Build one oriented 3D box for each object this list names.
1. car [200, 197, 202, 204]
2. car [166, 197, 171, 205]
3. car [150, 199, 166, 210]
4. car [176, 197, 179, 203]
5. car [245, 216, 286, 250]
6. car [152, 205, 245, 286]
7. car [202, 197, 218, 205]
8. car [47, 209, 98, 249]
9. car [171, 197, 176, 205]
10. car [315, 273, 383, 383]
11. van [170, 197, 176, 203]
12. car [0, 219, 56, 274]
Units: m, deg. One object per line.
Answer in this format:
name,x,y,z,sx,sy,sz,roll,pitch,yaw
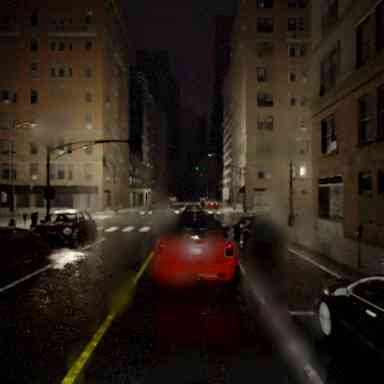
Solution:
car,3.017,2.100,62.733,2.008,1.369,4.403,0,-1,0
car,-5.508,2.100,62.760,2.008,1.369,4.403,0,-1,0
car,-5.546,2.026,51.944,1.802,1.307,4.206,0,-1,0
car,-5.414,2.162,89.804,2.192,1.841,5.009,0,-1,0
car,2.881,1.684,14.827,1.947,1.339,4.313,0,0,0
car,0.099,1.429,9.830,2.097,1.767,4.553,0,-1,0
car,2.978,1.885,51.917,1.967,1.590,4.097,0,-1,0
car,-5.645,1.558,14.843,1.967,1.590,4.097,0,0,0
car,-5.452,2.245,78.815,1.752,1.417,4.829,0,-1,0
car,2.862,1.582,3.825,2.008,1.369,4.403,0,0,0
van,-5.395,2.254,95.212,1.690,1.788,3.998,0,-1,0
car,-5.654,1.656,9.341,1.802,1.307,4.206,0,0,0
